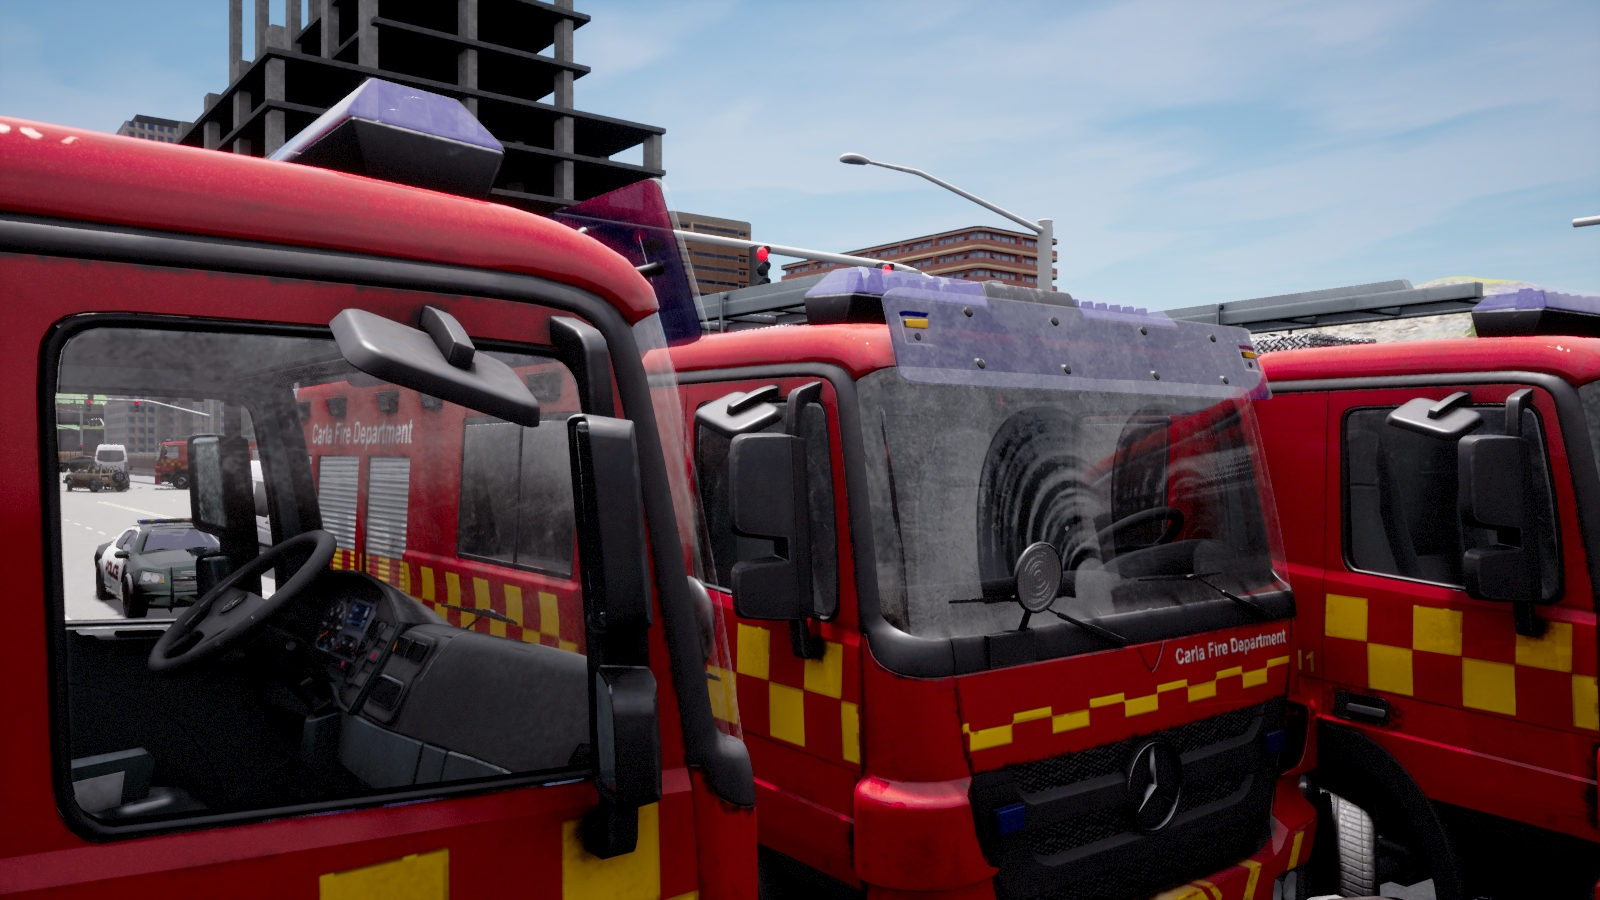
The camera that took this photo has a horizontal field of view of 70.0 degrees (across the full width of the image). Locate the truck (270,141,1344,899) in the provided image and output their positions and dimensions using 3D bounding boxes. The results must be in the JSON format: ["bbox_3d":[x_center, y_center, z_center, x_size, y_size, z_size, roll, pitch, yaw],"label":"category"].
[{"bbox_3d":[-1.099,0.890,8.003,2.891,3.827,8.468,0,0,-38],"label":"truck"}]

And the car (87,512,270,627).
[{"bbox_3d":[-11.386,2.037,20.746,2.038,1.542,4.974,0,0,-39],"label":"car"}]

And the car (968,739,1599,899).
[{"bbox_3d":[2.437,2.065,3.109,1.970,1.475,3.806,0,0,-30],"label":"car"}]

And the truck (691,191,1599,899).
[{"bbox_3d":[2.348,0.890,8.605,2.891,3.827,8.468,0,0,-31],"label":"truck"}]
